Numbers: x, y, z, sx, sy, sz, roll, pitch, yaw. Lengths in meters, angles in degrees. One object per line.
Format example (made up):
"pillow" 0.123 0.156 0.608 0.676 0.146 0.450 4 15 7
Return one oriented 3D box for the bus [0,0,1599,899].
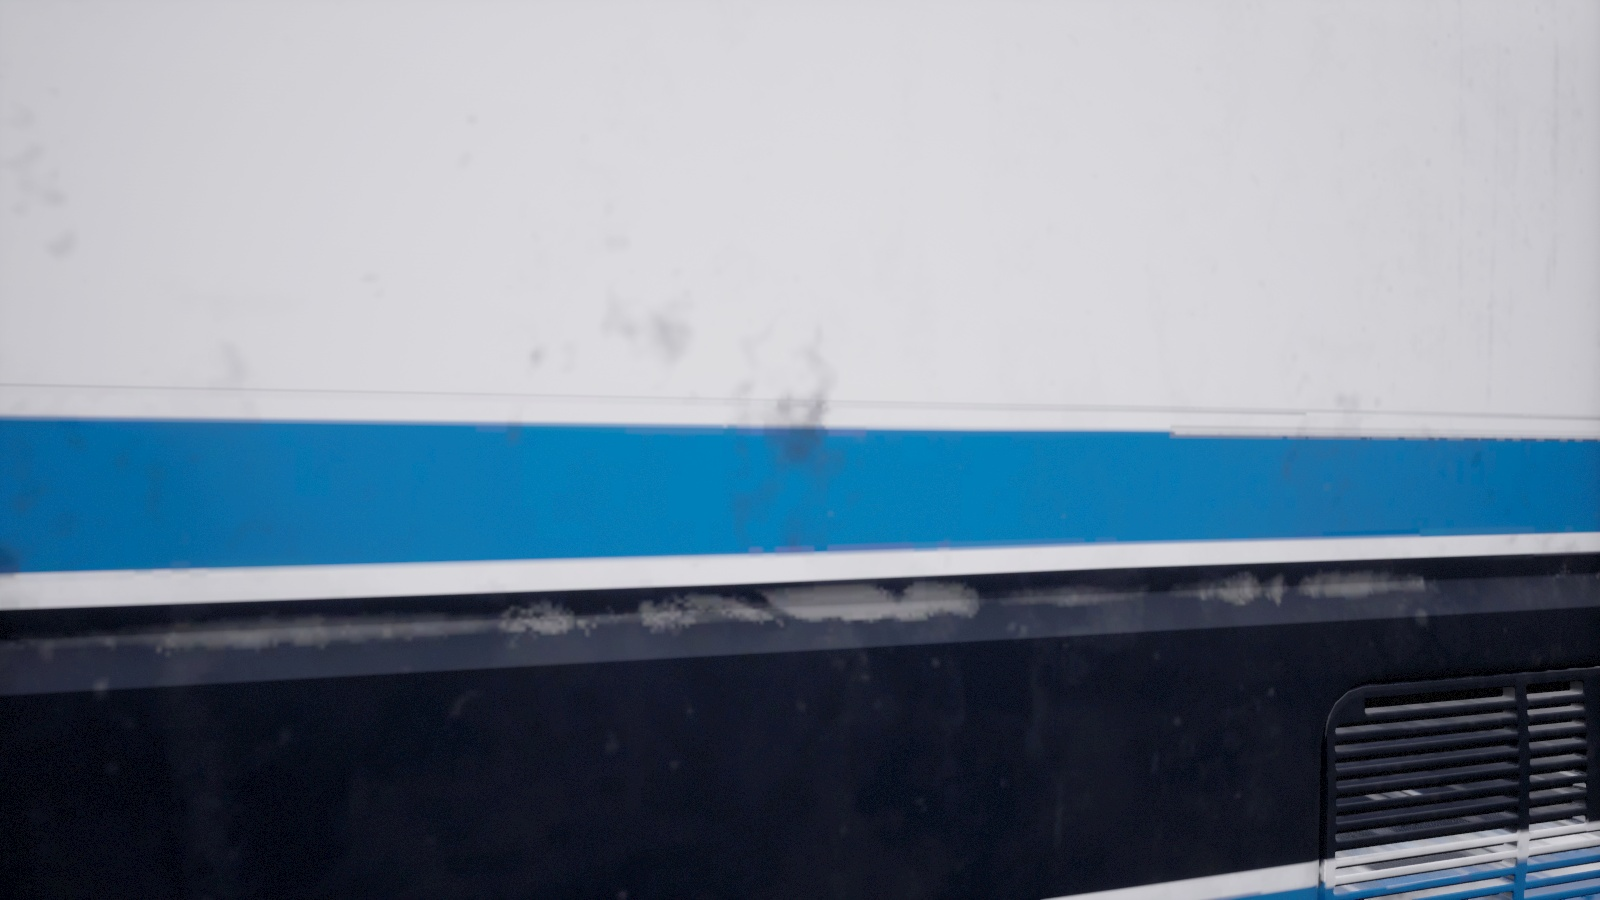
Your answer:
"bus" 0.063 -0.632 3.246 10.273 4.253 3.944 -1 1 -21
